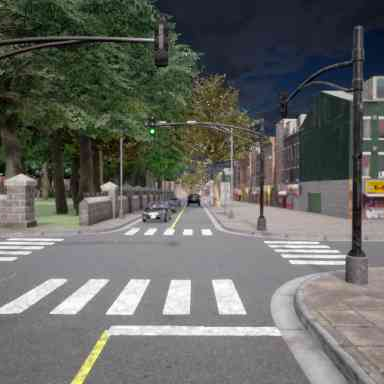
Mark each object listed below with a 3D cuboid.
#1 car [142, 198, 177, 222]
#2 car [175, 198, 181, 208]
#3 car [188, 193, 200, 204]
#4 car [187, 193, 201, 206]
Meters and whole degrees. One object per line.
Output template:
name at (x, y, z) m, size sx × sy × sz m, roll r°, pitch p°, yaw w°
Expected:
car at (-2.686, 1.503, 26.221) m, size 2.128 × 1.511 × 4.902 m, roll 0°, pitch 0°, yaw 2°
car at (-2.644, 1.570, 36.556) m, size 2.033 × 1.411 × 5.357 m, roll 0°, pitch 0°, yaw 0°
car at (0.367, 1.312, 65.906) m, size 2.150 × 2.045 × 5.566 m, roll 0°, pitch 0°, yaw 0°
car at (0.309, 1.283, 55.485) m, size 2.150 × 2.045 × 5.566 m, roll 0°, pitch 0°, yaw 0°
